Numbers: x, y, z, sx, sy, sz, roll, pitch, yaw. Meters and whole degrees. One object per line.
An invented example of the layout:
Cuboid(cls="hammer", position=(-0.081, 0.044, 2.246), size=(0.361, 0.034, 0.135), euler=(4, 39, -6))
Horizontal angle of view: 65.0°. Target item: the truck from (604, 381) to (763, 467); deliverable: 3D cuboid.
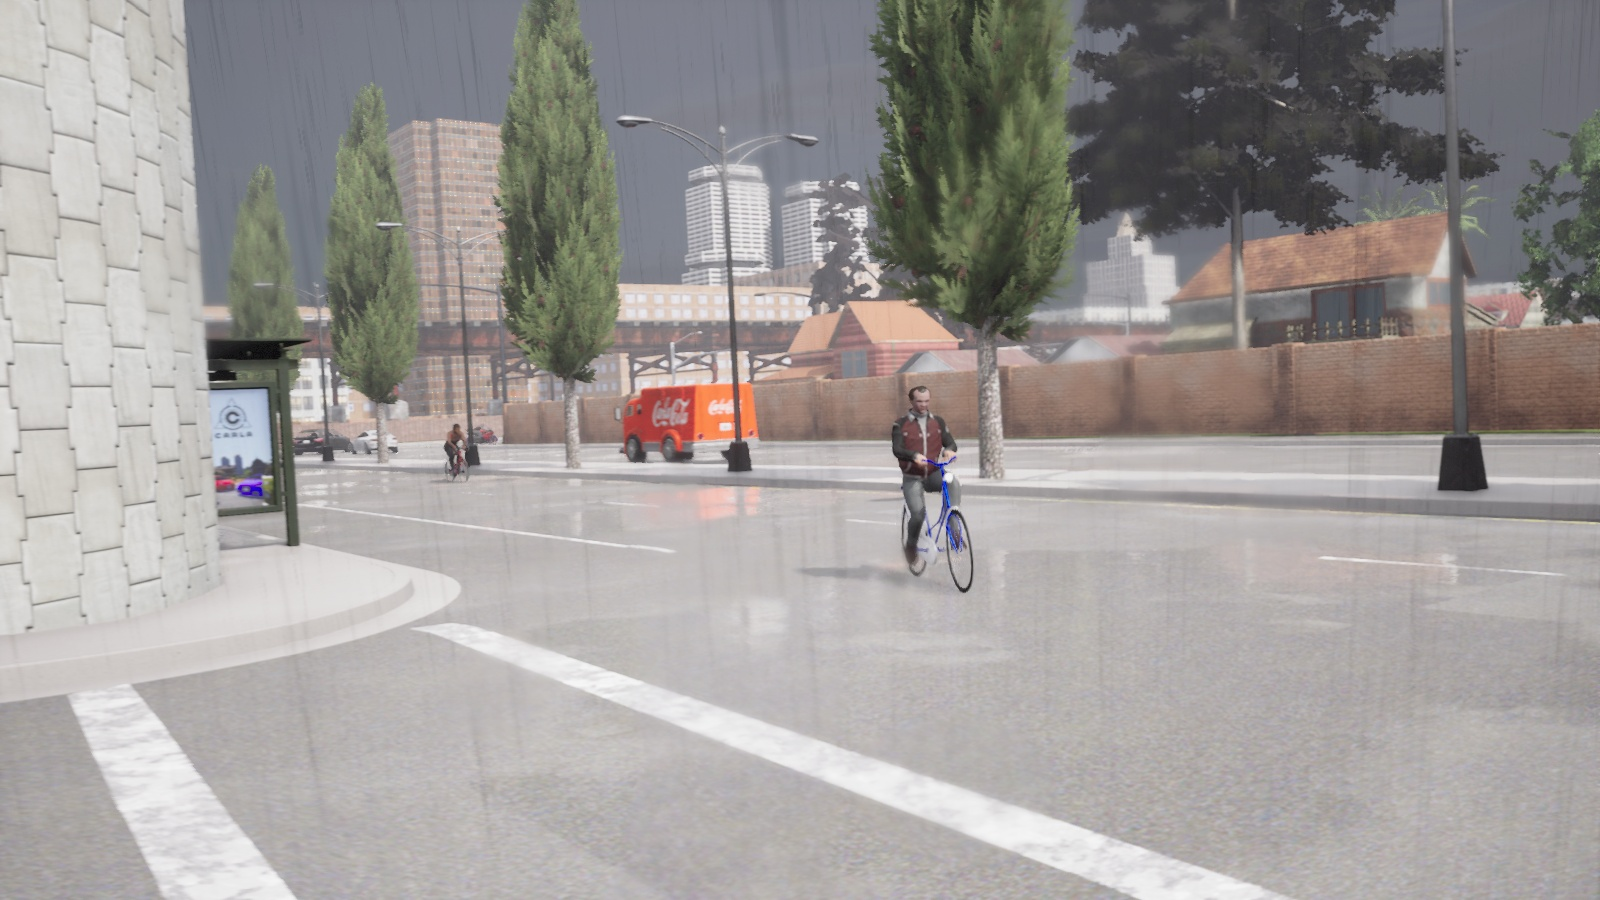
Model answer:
Cuboid(cls="truck", position=(-3.796, -0.793, 40.069), size=(2.627, 2.467, 5.204), euler=(-5, 3, -36))

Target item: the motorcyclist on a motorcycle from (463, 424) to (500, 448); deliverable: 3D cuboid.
Cuboid(cls="motorcyclist on a motorcycle", position=(-21.966, -0.945, 86.614), size=(2.191, 1.530, 0.866), euler=(-4, 3, -35))

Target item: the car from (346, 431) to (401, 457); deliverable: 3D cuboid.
Cuboid(cls="car", position=(-25.916, -0.375, 76.262), size=(1.812, 1.442, 4.674), euler=(-5, 3, -36))

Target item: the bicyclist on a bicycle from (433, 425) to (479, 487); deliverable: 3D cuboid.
Cuboid(cls="bicyclist on a bicycle", position=(-9.392, 0.154, 34.244), size=(0.582, 1.620, 1.656), euler=(-5, 3, -36))

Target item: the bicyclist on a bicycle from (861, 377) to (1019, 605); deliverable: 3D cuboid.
Cuboid(cls="bicyclist on a bicycle", position=(1.174, 0.310, 10.956), size=(0.659, 1.776, 1.843), euler=(-4, 2, -14))

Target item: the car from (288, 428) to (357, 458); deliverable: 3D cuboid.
Cuboid(cls="car", position=(-31.296, -0.490, 82.514), size=(2.242, 1.667, 4.611), euler=(-3, 2, 8))
